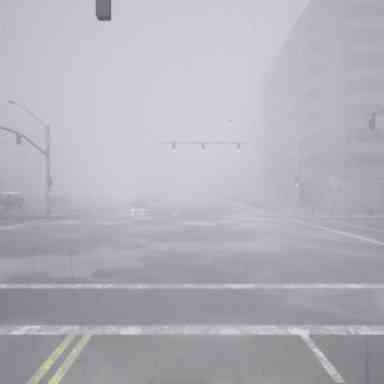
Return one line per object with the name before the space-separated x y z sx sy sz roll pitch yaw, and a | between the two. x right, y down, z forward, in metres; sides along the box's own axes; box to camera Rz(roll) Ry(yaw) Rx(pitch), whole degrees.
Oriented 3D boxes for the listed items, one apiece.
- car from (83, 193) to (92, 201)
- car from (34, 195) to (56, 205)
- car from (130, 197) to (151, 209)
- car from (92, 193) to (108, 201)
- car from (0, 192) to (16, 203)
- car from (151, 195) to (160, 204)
car | -23.944 1.061 77.219 1.905 1.878 3.866 0 0 0
car | -26.711 1.322 59.762 1.970 1.475 3.806 0 0 0
car | -7.081 1.509 44.854 1.994 1.385 4.181 0 0 0
car | -21.050 1.059 77.155 1.932 1.855 4.605 0 0 0
car | -43.568 1.060 77.251 1.905 1.878 3.866 0 0 0
car | -7.020 1.429 62.207 1.837 1.490 4.892 0 0 0
